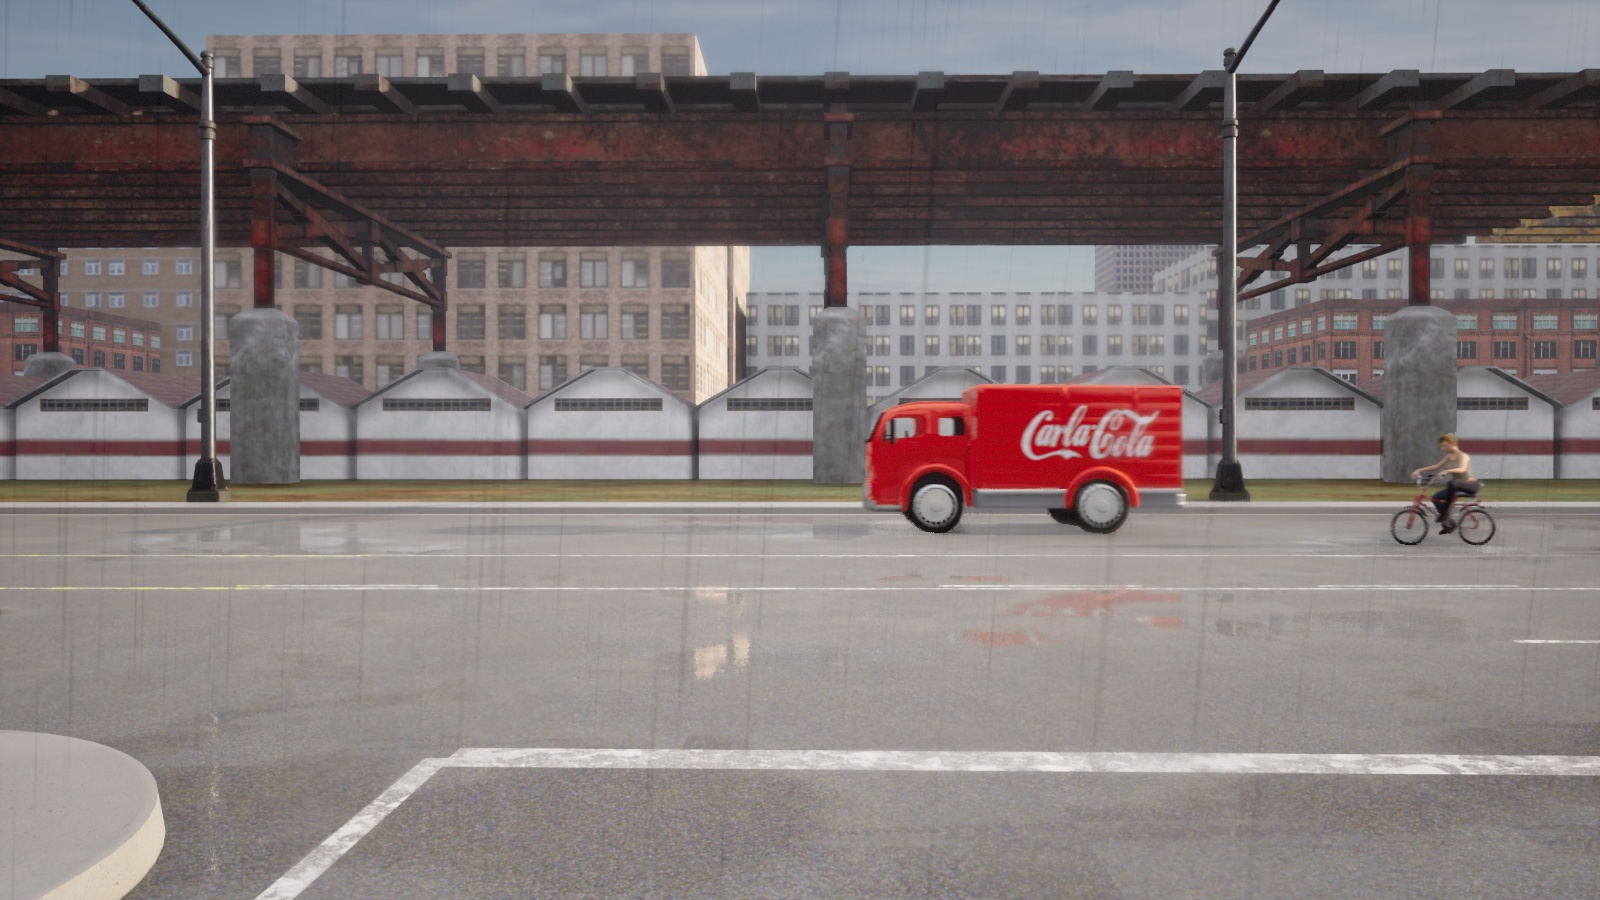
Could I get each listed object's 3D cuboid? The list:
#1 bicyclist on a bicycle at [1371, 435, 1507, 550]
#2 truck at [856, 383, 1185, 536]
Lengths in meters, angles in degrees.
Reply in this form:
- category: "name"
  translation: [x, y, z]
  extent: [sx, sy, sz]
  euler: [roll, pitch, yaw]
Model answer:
- category: "bicyclist on a bicycle"
  translation: [9.164, 0.588, 18.049]
  extent: [1.509, 1.612, 0.866]
  euler: [0, 0, 1]
- category: "truck"
  translation: [3.617, 0.141, 21.604]
  extent: [5.204, 2.467, 2.627]
  euler: [0, 0, 1]
